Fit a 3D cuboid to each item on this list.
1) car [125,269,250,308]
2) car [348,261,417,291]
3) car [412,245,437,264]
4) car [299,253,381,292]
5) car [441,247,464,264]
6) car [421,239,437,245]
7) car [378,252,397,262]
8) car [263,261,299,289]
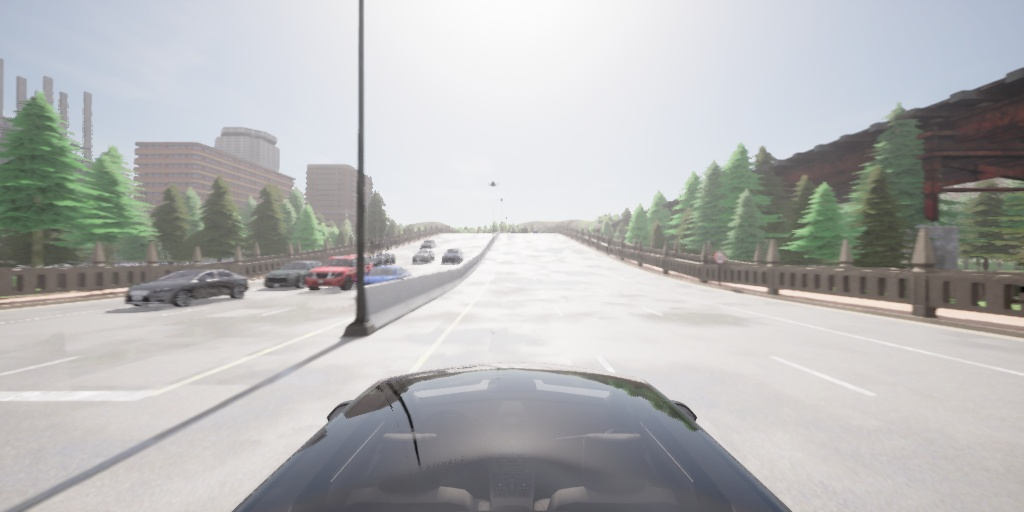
[{"bbox_3d":[-14.087,1.339,15.946,2.128,1.511,4.902,0,-1,0],"label":"car"},{"bbox_3d":[-7.081,1.305,20.379,1.882,1.535,5.008,0,1,0],"label":"car"},{"bbox_3d":[-10.433,-0.033,42.636,2.128,1.511,4.902,0,6,1],"label":"car"},{"bbox_3d":[-10.577,1.008,22.629,2.150,2.045,5.566,0,1,0],"label":"car"},{"bbox_3d":[-6.935,-0.141,42.308,2.097,1.767,4.553,0,6,1],"label":"car"},{"bbox_3d":[-13.802,-2.001,59.405,1.837,1.490,4.892,0,9,0],"label":"car"},{"bbox_3d":[-13.971,0.360,38.710,2.128,1.511,4.902,0,5,1],"label":"car"},{"bbox_3d":[-13.985,1.117,23.556,2.097,1.767,4.553,0,1,0],"label":"car"}]
